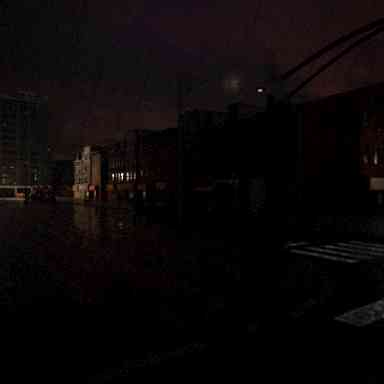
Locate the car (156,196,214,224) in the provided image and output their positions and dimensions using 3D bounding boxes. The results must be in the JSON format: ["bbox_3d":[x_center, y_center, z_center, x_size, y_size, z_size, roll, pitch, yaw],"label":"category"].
[{"bbox_3d":[-0.243,1.219,24.128,2.192,1.841,5.009,1,0,-36],"label":"car"}]

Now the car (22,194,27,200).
[{"bbox_3d":[-35.057,1.081,72.716,2.008,1.369,4.403,1,0,-36],"label":"car"}]

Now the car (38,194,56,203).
[{"bbox_3d":[-25.661,1.150,59.603,1.752,1.417,4.829,1,0,-36],"label":"car"}]

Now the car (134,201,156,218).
[{"bbox_3d":[-3.410,1.411,28.545,1.887,1.381,4.507,1,0,-36],"label":"car"}]

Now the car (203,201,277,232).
[{"bbox_3d":[2.919,1.487,19.711,1.887,1.381,4.507,1,0,-36],"label":"car"}]

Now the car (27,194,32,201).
[{"bbox_3d":[-31.892,1.106,68.300,1.887,1.381,4.507,1,0,-36],"label":"car"}]

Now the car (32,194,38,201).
[{"bbox_3d":[-28.726,1.033,63.882,1.967,1.590,4.097,1,0,-36],"label":"car"}]
